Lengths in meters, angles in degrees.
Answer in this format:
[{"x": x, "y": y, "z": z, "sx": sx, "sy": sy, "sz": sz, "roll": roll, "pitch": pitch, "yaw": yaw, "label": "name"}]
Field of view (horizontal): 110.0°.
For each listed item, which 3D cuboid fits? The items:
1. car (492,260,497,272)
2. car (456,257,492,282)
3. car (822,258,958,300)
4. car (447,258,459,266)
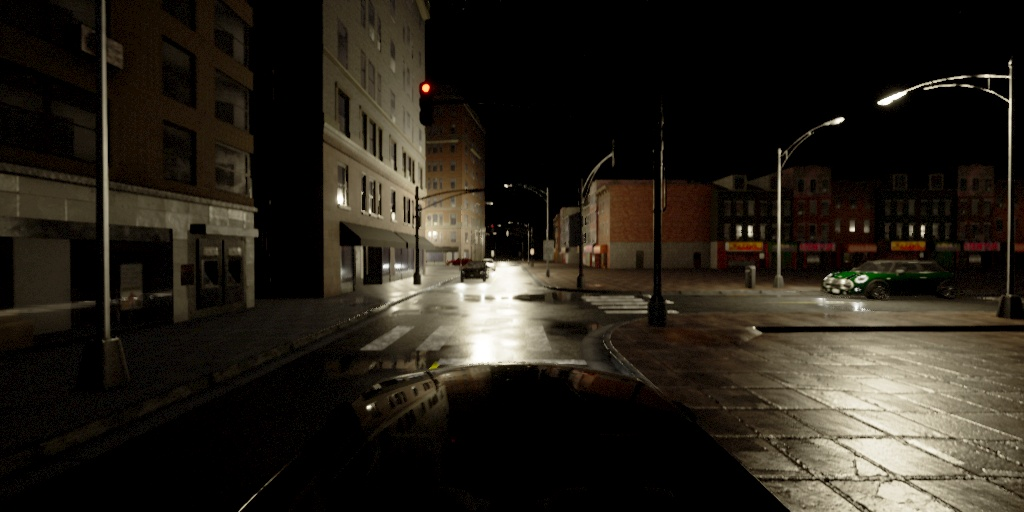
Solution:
[{"x": -2.841, "y": 1.105, "z": 41.507, "sx": 1.812, "sy": 1.442, "sz": 4.674, "roll": 0, "pitch": 1, "yaw": 0, "label": "car"}, {"x": -2.838, "y": 1.112, "z": 27.928, "sx": 1.882, "sy": 1.535, "sz": 5.008, "roll": 0, "pitch": 0, "yaw": 0, "label": "car"}, {"x": 16.720, "y": 0.966, "z": 16.033, "sx": 4.553, "sy": 1.767, "sz": 2.097, "roll": 0, "pitch": 0, "yaw": 0, "label": "car"}, {"x": -8.831, "y": 1.010, "z": 62.341, "sx": 5.008, "sy": 1.535, "sz": 1.882, "roll": 0, "pitch": 0, "yaw": 9, "label": "car"}]
